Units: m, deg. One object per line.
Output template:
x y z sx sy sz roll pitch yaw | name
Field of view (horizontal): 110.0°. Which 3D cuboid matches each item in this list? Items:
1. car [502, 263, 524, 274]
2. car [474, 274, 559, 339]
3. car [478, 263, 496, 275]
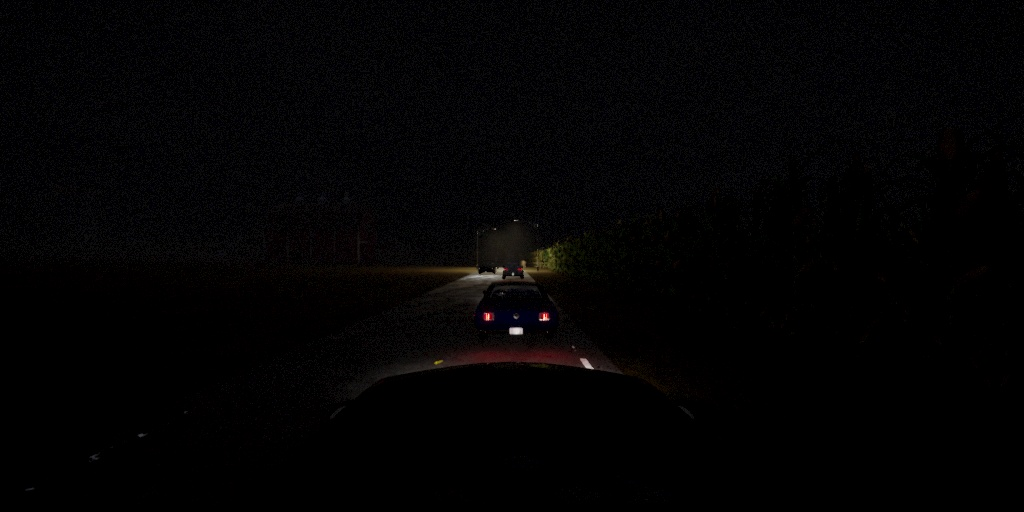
0.095 1.317 32.600 1.812 1.442 4.674 0 0 0 | car
0.097 1.352 10.037 1.895 1.301 4.718 0 0 0 | car
-2.843 1.449 41.165 1.895 1.301 4.718 0 0 0 | car
